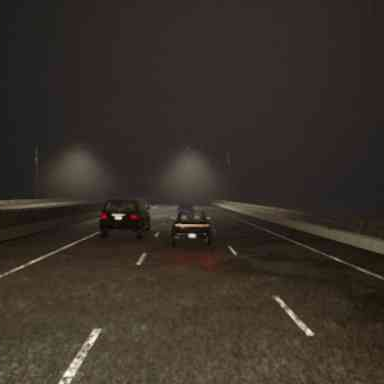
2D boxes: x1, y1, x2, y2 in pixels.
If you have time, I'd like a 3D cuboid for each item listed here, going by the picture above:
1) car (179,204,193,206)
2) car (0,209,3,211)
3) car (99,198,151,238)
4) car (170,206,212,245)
[{"bbox_3d":[-0.631,1.895,34.286,2.033,1.411,5.357,1,-1,-2],"label":"car"},{"bbox_3d":[-14.444,1.561,22.023,2.128,1.511,4.902,1,-1,-2],"label":"car"},{"bbox_3d":[-3.633,1.377,18.726,2.150,2.045,5.566,1,-1,-2],"label":"car"},{"bbox_3d":[-0.063,1.665,16.533,2.128,1.511,4.902,1,-1,-2],"label":"car"}]
